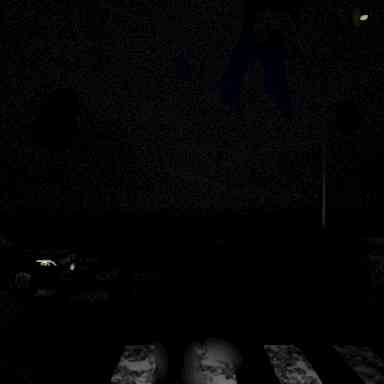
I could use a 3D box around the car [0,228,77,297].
[{"bbox_3d":[-5.217,1.561,8.041,4.674,1.442,1.812,-1,0,1],"label":"car"}]
